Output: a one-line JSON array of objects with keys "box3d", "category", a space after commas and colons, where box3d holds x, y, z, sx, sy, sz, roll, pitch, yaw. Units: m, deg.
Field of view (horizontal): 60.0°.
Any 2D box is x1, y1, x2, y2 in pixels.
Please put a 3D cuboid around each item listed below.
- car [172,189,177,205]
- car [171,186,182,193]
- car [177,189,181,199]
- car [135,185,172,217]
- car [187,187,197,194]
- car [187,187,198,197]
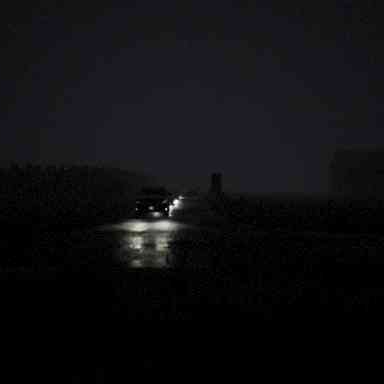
[{"box3d": [-2.870, 0.574, 34.716, 1.994, 1.385, 4.181, 0, 2, -1], "category": "car"}, {"box3d": [-2.782, -0.466, 61.760, 1.895, 1.301, 4.718, 0, 2, 0], "category": "car"}, {"box3d": [-2.865, 0.294, 46.468, 1.895, 1.301, 4.718, 0, 2, 0], "category": "car"}, {"box3d": [-2.669, 0.552, 23.168, 2.150, 2.045, 5.566, 0, 2, -3], "category": "car"}, {"box3d": [-0.033, -0.319, 67.541, 2.033, 1.411, 5.357, 0, 1, 0], "category": "car"}, {"box3d": [0.068, -0.022, 54.221, 2.128, 1.511, 4.902, 0, 2, 0], "category": "car"}]
